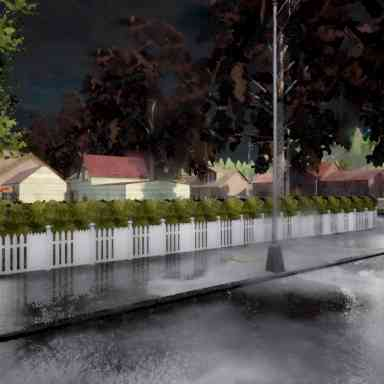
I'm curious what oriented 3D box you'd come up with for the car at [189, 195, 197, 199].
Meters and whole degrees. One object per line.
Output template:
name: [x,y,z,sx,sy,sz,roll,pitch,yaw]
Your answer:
car: [0.318,1.564,46.860,1.994,1.385,4.181,0,0,-35]
